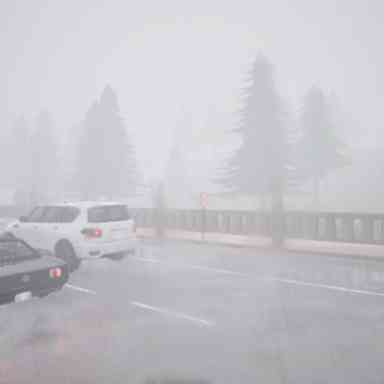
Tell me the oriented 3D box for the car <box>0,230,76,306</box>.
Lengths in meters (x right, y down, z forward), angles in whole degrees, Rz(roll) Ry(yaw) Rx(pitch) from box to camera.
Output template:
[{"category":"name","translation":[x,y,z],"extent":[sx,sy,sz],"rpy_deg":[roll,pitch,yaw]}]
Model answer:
[{"category":"car","translation":[-4.955,1.701,7.578],"extent":[4.718,1.301,1.895],"rpy_deg":[-1,-1,36]}]

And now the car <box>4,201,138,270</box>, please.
[{"category":"car","translation":[-4.334,1.346,11.455],"extent":[5.566,2.045,2.150],"rpy_deg":[-1,-1,36]}]
